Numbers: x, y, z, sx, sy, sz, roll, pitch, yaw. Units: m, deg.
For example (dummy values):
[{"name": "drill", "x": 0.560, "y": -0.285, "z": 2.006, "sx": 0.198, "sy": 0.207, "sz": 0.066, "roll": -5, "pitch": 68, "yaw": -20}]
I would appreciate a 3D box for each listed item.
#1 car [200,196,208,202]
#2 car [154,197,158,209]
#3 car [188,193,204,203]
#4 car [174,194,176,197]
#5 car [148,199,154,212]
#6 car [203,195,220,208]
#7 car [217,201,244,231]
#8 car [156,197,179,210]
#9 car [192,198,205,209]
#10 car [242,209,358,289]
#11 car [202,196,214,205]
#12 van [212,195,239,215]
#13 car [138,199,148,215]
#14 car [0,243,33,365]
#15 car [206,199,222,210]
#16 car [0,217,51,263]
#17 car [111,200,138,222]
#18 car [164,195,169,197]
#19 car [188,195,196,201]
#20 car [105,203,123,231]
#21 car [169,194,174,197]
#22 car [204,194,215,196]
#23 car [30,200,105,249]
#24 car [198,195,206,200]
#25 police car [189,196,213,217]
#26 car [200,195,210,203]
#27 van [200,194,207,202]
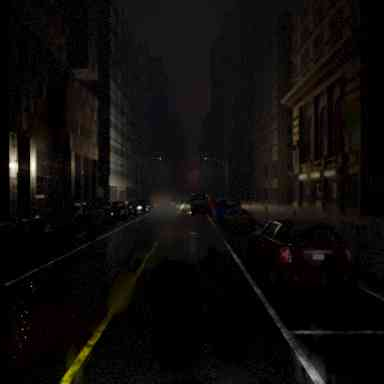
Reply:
[{"name": "car", "x": 2.766, "y": 1.649, "z": 76.417, "sx": 1.802, "sy": 1.307, "sz": 4.206, "roll": 0, "pitch": 0, "yaw": 0}, {"name": "car", "x": -5.761, "y": 1.594, "z": 42.794, "sx": 1.947, "sy": 1.339, "sz": 4.313, "roll": 0, "pitch": 0, "yaw": 0}, {"name": "car", "x": 0.857, "y": 1.249, "z": 41.969, "sx": 2.150, "sy": 2.045, "sz": 5.566, "roll": 0, "pitch": 0, "yaw": 0}, {"name": "car", "x": -5.759, "y": 1.618, "z": 82.009, "sx": 1.887, "sy": 1.381, "sz": 4.507, "roll": 0, "pitch": 0, "yaw": 0}, {"name": "car", "x": -5.762, "y": 1.588, "z": 37.192, "sx": 1.947, "sy": 1.339, "sz": 4.313, "roll": 0, "pitch": 0, "yaw": 0}, {"name": "car", "x": 2.763, "y": 1.349, "z": 48.408, "sx": 2.192, "sy": 1.841, "sz": 5.009, "roll": 0, "pitch": 0, "yaw": 0}, {"name": "car", "x": 2.762, "y": 1.536, "z": 20.570, "sx": 1.752, "sy": 1.417, "sz": 4.829, "roll": 0, "pitch": 0, "yaw": 0}, {"name": "car", "x": -3.088, "y": 1.628, "z": 42.492, "sx": 1.895, "sy": 1.301, "sz": 4.718, "roll": 0, "pitch": 0, "yaw": 0}, {"name": "car", "x": 0.904, "y": 1.559, "z": 47.940, "sx": 1.812, "sy": 1.442, "sz": 4.674, "roll": 0, "pitch": 0, "yaw": 0}, {"name": "car", "x": 2.761, "y": 1.445, "z": 9.195, "sx": 1.967, "sy": 1.590, "sz": 4.097, "roll": 0, "pitch": 0, "yaw": 0}, {"name": "car", "x": 2.765, "y": 1.487, "z": 59.611, "sx": 1.967, "sy": 1.590, "sz": 4.097, "roll": 0, "pitch": 0, "yaw": 0}, {"name": "van", "x": 2.762, "y": 1.355, "z": 26.002, "sx": 1.690, "sy": 1.788, "sz": 3.998, "roll": 0, "pitch": 0, "yaw": 0}, {"name": "car", "x": -5.762, "y": 1.569, "z": 31.590, "sx": 2.008, "sy": 1.369, "sz": 4.403, "roll": 0, "pitch": 0, "yaw": 0}, {"name": "car", "x": -3.100, "y": 1.479, "z": 1.945, "sx": 1.882, "sy": 1.535, "sz": 5.008, "roll": 0, "pitch": 0, "yaw": 0}, {"name": "car", "x": 2.764, "y": 1.610, "z": 42.806, "sx": 1.802, "sy": 1.307, "sz": 4.206, "roll": 0, "pitch": 0, "yaw": 0}, {"name": "car", "x": -5.764, "y": 1.586, "z": 9.181, "sx": 1.802, "sy": 1.307, "sz": 4.206, "roll": 0, "pitch": 0, "yaw": 0}, {"name": "car", "x": -5.763, "y": 1.454, "z": 25.988, "sx": 1.967, "sy": 1.590, "sz": 4.097, "roll": 0, "pitch": 0, "yaw": 0}, {"name": "car", "x": -5.760, "y": 1.591, "z": 59.601, "sx": 1.887, "sy": 1.381, "sz": 4.507, "roll": 0, "pitch": 0, "yaw": 0}, {"name": "car", "x": 0.007, "y": 1.463, "z": 85.192, "sx": 2.033, "sy": 1.411, "sz": 5.357, "roll": 0, "pitch": 0, "yaw": 0}, {"name": "car", "x": -5.763, "y": 1.592, "z": 20.386, "sx": 1.802, "sy": 1.307, "sz": 4.206, "roll": 0, "pitch": 0, "yaw": 0}, {"name": "car", "x": -5.759, "y": 1.507, "z": 76.407, "sx": 1.967, "sy": 1.590, "sz": 4.097, "roll": 0, "pitch": 0, "yaw": 0}, {"name": "car", "x": 2.762, "y": 1.338, "z": 37.204, "sx": 2.192, "sy": 1.841, "sz": 5.009, "roll": 0, "pitch": 0, "yaw": 0}, {"name": "car", "x": -5.764, "y": 1.322, "z": 14.784, "sx": 2.192, "sy": 1.841, "sz": 5.009, "roll": 0, "pitch": 0, "yaw": 0}, {"name": "car", "x": 2.768, "y": 1.632, "z": 93.221, "sx": 1.887, "sy": 1.381, "sz": 4.507, "roll": 0, "pitch": 0, "yaw": 0}, {"name": "police car", "x": 0.903, "y": 1.443, "z": 32.050, "sx": 1.930, "sy": 1.638, "sz": 5.238, "roll": 0, "pitch": 0, "yaw": 0}, {"name": "car", "x": 2.765, "y": 1.500, "z": 70.815, "sx": 1.967, "sy": 1.590, "sz": 4.097, "roll": 0, "pitch": 0, "yaw": 0}, {"name": "van", "x": 2.766, "y": 1.415, "z": 82.018, "sx": 1.690, "sy": 1.788, "sz": 3.998, "roll": 0, "pitch": 0, "yaw": 0}]
